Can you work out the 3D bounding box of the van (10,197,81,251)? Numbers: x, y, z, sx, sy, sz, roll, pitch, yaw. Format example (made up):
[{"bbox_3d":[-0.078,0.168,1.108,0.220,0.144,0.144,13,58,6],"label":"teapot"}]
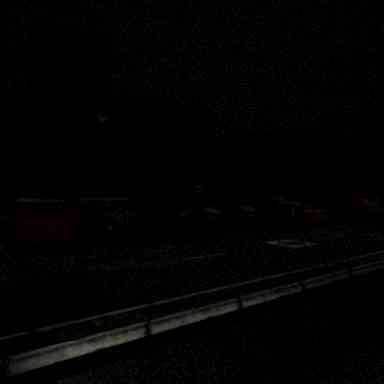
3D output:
[{"bbox_3d":[-6.477,1.225,14.188,1.878,1.987,4.442,0,0,-35],"label":"van"}]

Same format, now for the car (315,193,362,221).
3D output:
[{"bbox_3d":[9.420,1.109,25.401,2.435,2.045,5.566,0,0,-35],"label":"car"}]

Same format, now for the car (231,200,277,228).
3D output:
[{"bbox_3d":[2.595,1.433,20.501,2.002,1.452,4.674,0,0,-35],"label":"car"}]

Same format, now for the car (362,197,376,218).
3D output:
[{"bbox_3d":[11.697,1.352,26.995,2.231,1.521,4.892,0,0,-35],"label":"car"}]

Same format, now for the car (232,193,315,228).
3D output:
[{"bbox_3d":[4.823,1.131,22.057,2.435,2.045,5.566,0,0,-35],"label":"car"}]

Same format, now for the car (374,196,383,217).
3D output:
[{"bbox_3d":[13.866,1.341,28.525,2.097,1.535,5.008,0,0,-35],"label":"car"}]

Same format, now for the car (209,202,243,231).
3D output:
[{"bbox_3d":[0.384,1.445,18.927,2.002,1.452,4.674,0,0,-35],"label":"car"}]

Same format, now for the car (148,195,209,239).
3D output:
[{"bbox_3d":[-1.899,1.168,17.339,2.435,2.045,5.566,0,0,-35],"label":"car"}]

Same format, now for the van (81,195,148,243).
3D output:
[{"bbox_3d":[-4.080,1.208,15.609,1.878,1.987,4.442,0,0,-35],"label":"van"}]

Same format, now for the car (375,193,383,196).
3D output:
[{"bbox_3d":[16.210,1.205,30.239,2.185,1.767,4.553,0,0,-35],"label":"car"}]

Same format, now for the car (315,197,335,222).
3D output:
[{"bbox_3d":[7.066,1.367,23.916,1.946,1.575,5.366,0,0,-35],"label":"car"}]
